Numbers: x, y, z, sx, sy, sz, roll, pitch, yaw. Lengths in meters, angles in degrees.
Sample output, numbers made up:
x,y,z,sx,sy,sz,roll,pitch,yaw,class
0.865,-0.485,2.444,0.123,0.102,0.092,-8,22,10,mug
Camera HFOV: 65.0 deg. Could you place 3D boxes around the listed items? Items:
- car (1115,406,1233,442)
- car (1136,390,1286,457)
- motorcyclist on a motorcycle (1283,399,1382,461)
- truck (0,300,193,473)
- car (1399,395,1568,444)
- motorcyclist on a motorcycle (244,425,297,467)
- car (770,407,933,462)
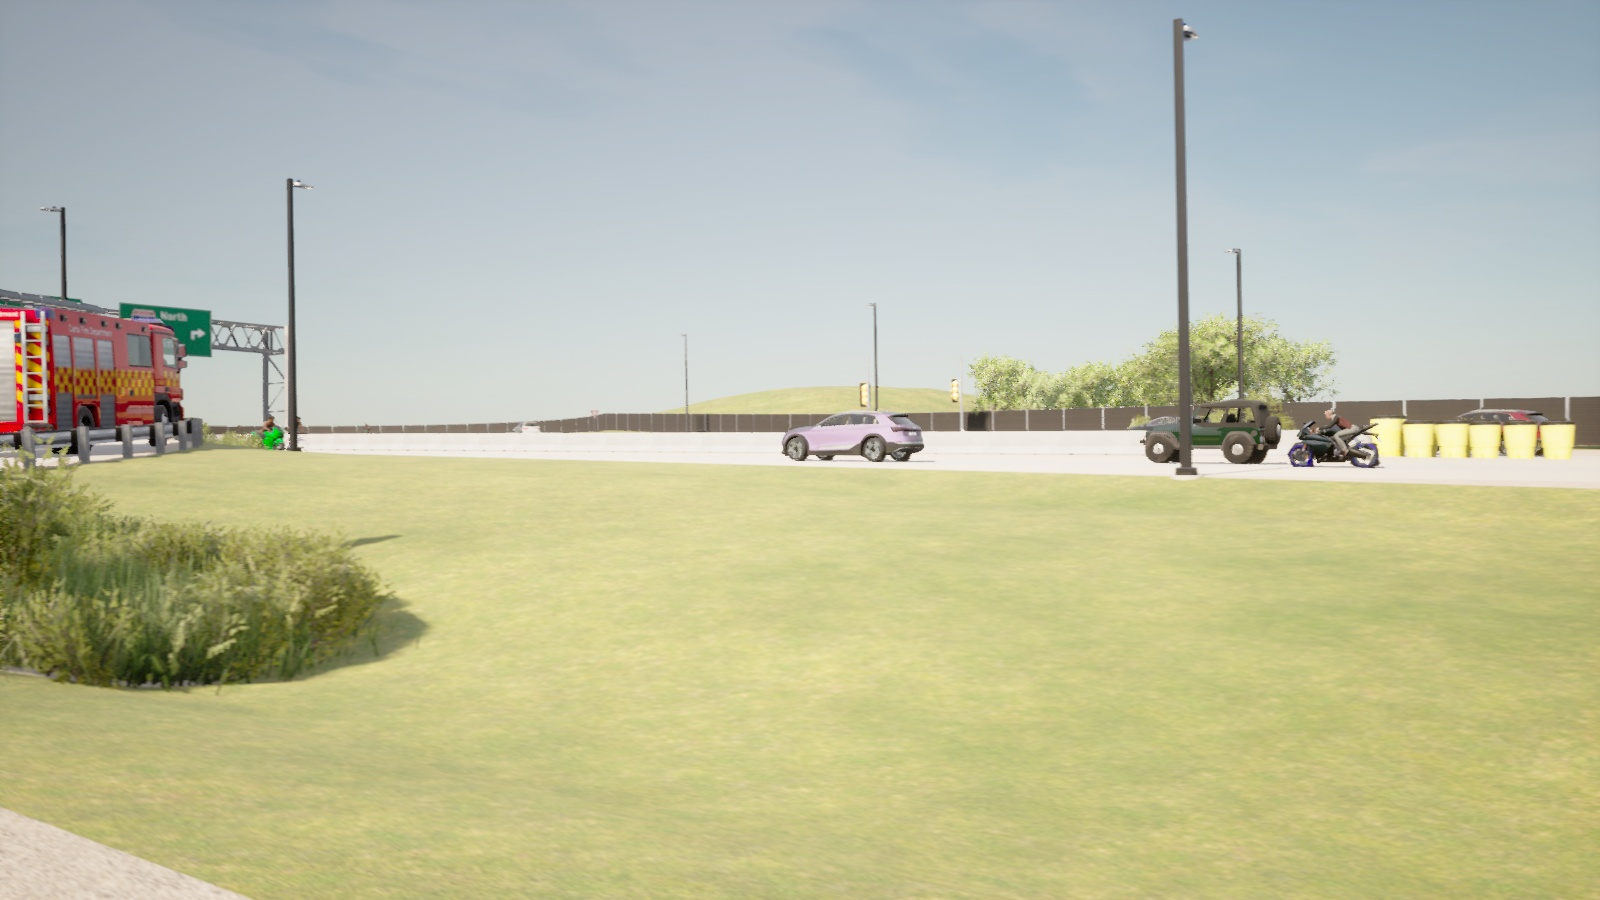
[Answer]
x,y,z,sx,sy,sz,roll,pitch,yaw,class
16.668,-1.141,56.234,2.128,1.511,4.902,-2,1,-31,car
12.251,-0.759,37.500,3.866,1.878,1.905,-1,1,34,car
13.687,-0.499,32.294,2.191,1.530,0.866,-1,1,34,motorcyclist on a motorcycle
-18.610,-1.565,32.139,2.891,3.827,8.468,-2,2,-8,truck
24.105,-1.054,44.439,2.033,1.649,4.856,-2,1,-34,car
-19.623,-0.138,46.501,2.044,1.523,0.797,-1,1,34,motorcyclist on a motorcycle
1.627,-0.475,40.501,4.856,1.649,2.033,-1,1,34,car
